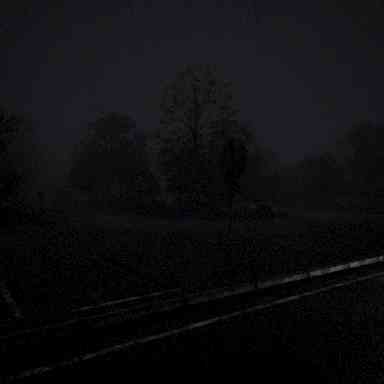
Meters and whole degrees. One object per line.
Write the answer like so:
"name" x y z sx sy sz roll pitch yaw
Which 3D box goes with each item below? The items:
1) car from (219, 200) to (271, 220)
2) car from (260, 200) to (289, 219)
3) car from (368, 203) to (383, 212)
"car" 4.363 1.702 29.663 2.002 1.452 4.674 1 -1 -36
"car" 6.905 1.585 31.563 2.185 1.767 4.553 1 -1 -36
"car" 26.742 2.134 45.650 2.002 1.452 4.674 1 -1 -35
